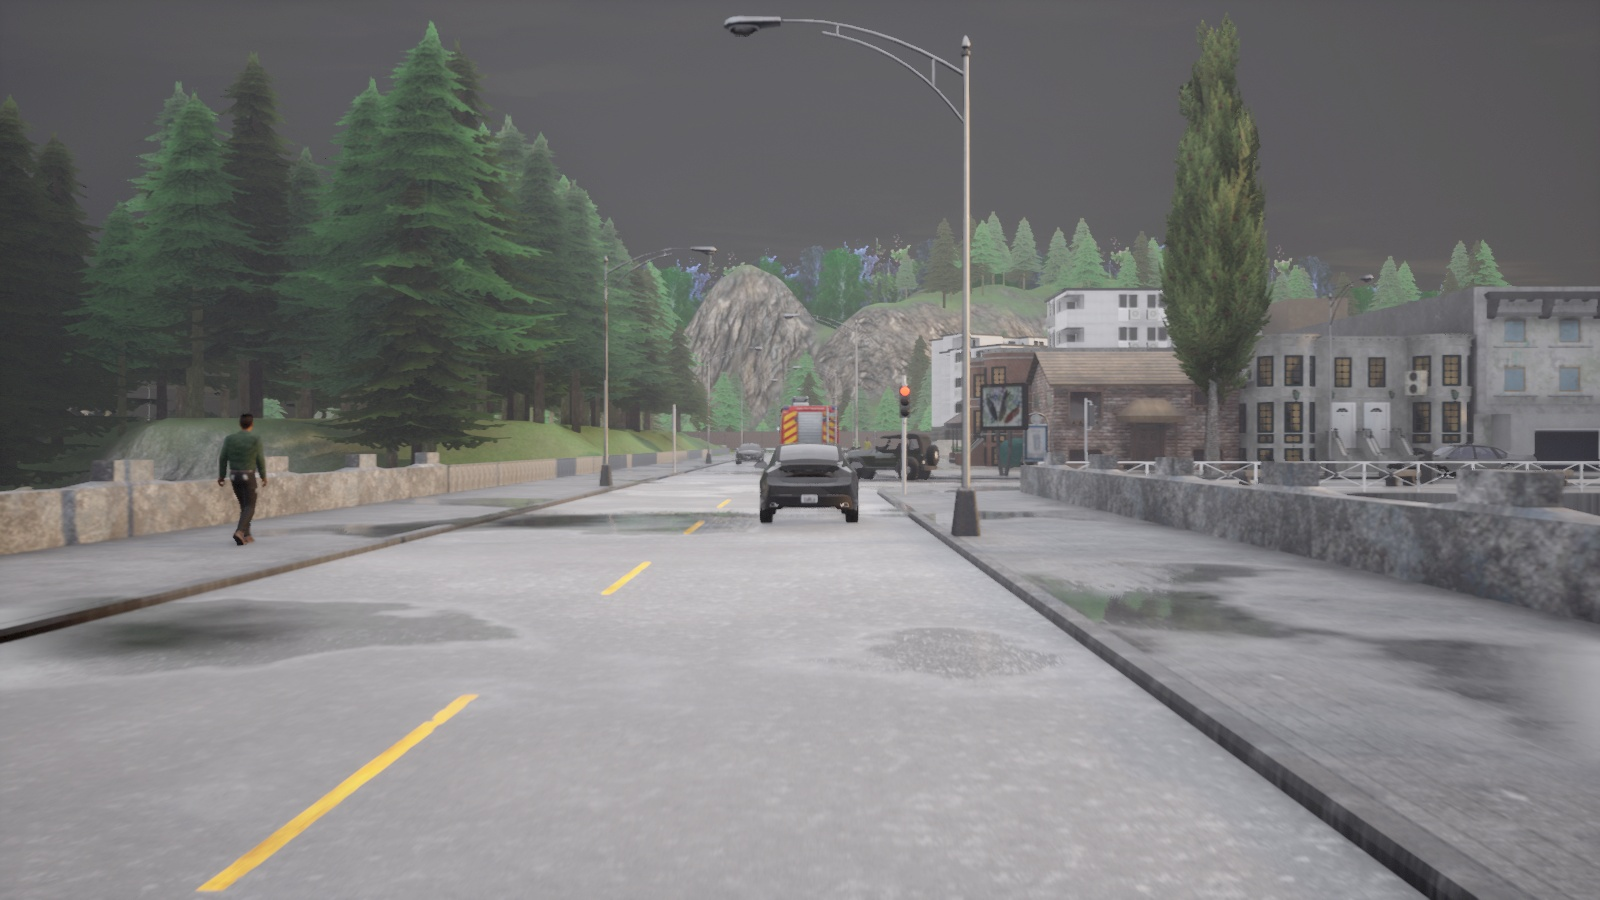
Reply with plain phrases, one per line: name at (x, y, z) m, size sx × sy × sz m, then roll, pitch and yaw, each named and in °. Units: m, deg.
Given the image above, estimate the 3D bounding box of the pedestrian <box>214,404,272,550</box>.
pedestrian at (-7.586, 0.354, 17.116) m, size 0.423 × 1.949 × 0.788 m, roll 0°, pitch 0°, yaw 1°

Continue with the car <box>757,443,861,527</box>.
car at (0.171, 0.612, 24.703) m, size 1.837 × 1.490 × 4.892 m, roll 0°, pitch 0°, yaw 0°

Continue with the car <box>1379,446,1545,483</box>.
car at (25.538, 0.541, 48.571) m, size 5.357 × 1.411 × 2.033 m, roll 0°, pitch 0°, yaw 0°

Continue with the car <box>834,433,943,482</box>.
car at (3.523, 0.262, 49.934) m, size 3.866 × 1.878 × 1.905 m, roll 0°, pitch 1°, yaw 25°

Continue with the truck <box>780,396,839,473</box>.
truck at (0.394, -0.791, 66.247) m, size 2.891 × 3.827 × 8.468 m, roll 0°, pitch 0°, yaw -1°

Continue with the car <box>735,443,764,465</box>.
car at (-3.448, 0.261, 86.495) m, size 1.837 × 1.490 × 4.892 m, roll 0°, pitch 0°, yaw 0°
